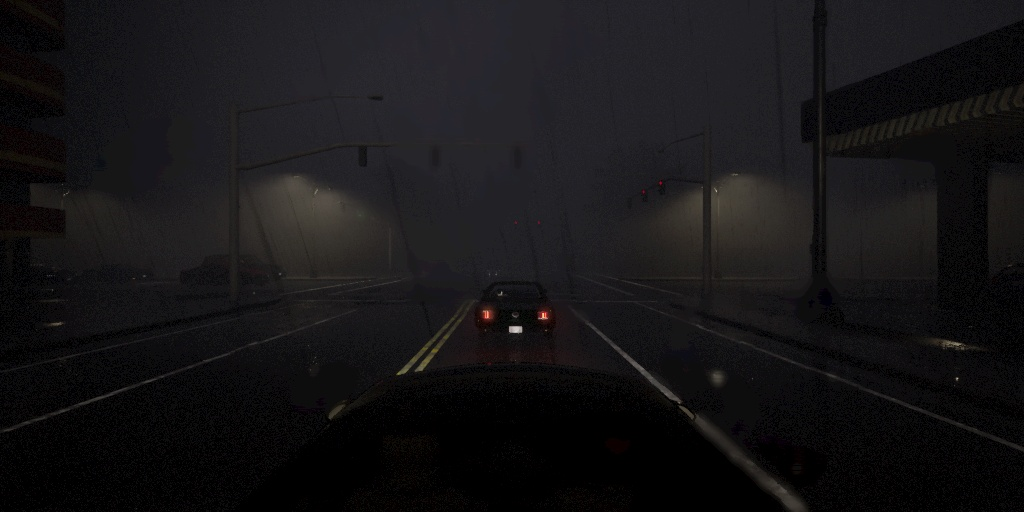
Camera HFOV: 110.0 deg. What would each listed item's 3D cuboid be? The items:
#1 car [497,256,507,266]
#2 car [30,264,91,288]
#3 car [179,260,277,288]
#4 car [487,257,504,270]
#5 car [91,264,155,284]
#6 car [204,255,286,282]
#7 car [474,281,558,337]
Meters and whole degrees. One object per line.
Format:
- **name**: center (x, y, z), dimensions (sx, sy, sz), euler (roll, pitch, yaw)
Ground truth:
- **car**: center (-2.583, 1.242, 64.374), dimensions (2.128, 1.511, 4.902), euler (0, 0, 1)
- **car**: center (-31.083, 1.240, 23.223), dimensions (4.902, 1.511, 2.128), euler (0, 0, 1)
- **car**: center (-18.327, 1.228, 22.989), dimensions (5.008, 1.535, 1.882), euler (0, 0, 1)
- **car**: center (-2.709, 1.241, 53.963), dimensions (2.128, 1.511, 4.902), euler (0, 0, 1)
- **car**: center (-29.349, 1.314, 26.689), dimensions (4.181, 1.385, 1.994), euler (0, 0, 0)
- **car**: center (-19.887, 0.971, 26.537), dimensions (5.566, 2.045, 2.150), euler (0, 0, 1)
- **car**: center (0.099, 1.351, 10.218), dimensions (1.895, 1.301, 4.718), euler (0, 0, 0)
